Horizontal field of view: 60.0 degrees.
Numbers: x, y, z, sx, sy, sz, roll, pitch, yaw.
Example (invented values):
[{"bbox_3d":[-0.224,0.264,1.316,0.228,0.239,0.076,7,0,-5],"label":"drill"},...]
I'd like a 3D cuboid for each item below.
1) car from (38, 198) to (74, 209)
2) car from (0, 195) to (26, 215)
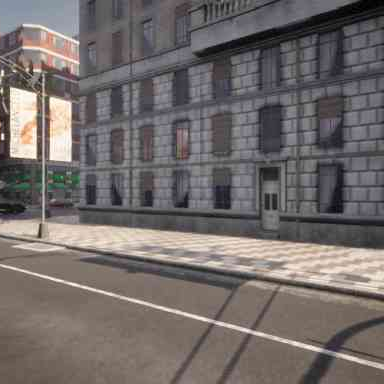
[{"bbox_3d":[-18.067,1.526,44.397,1.812,1.442,4.674,0,0,36],"label":"car"},{"bbox_3d":[-18.709,1.221,31.321,2.150,2.045,5.566,0,0,36],"label":"car"}]
